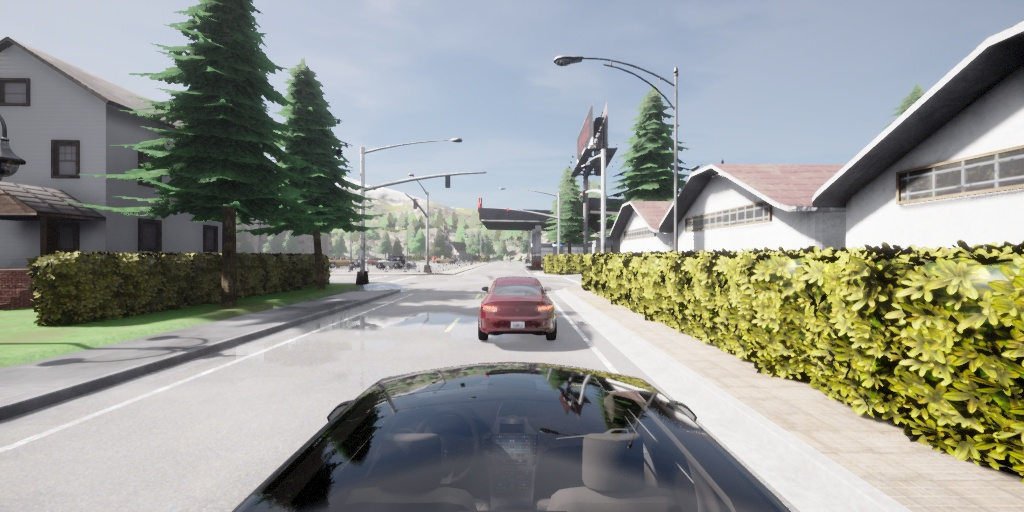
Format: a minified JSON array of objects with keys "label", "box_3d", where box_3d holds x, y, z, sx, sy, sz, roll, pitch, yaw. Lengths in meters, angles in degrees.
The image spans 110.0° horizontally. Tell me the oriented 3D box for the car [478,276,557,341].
[{"label":"car","box_3d":[0.127,1.276,9.791,1.812,1.442,4.674,0,0,0]}]
